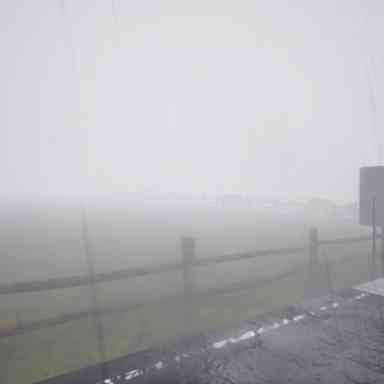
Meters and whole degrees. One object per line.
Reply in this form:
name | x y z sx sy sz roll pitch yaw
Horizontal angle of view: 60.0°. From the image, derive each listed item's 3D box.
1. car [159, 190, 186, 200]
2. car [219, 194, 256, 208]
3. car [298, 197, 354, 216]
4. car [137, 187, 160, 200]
car | -2.893 0.605 55.225 2.128 1.511 4.902 1 1 -35
car | 5.192 0.958 38.632 1.882 1.535 5.008 1 1 -35
car | 11.737 1.222 29.283 1.882 1.535 5.008 1 1 -35
car | -6.466 0.241 55.414 2.150 2.045 5.566 1 0 -35
